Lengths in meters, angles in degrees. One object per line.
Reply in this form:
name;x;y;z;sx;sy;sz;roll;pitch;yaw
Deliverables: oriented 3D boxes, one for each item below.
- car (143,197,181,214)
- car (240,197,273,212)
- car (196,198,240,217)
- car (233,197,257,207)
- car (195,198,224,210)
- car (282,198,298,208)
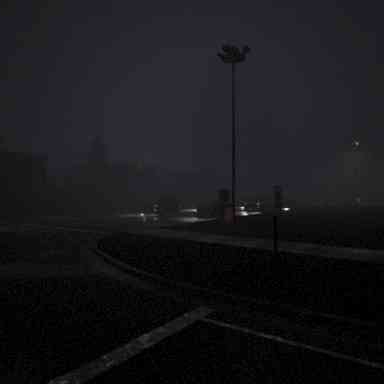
car;-3.230;1.352;35.858;2.097;1.767;4.553;0;0;35
car;7.945;1.352;39.634;2.097;1.767;4.553;0;0;35
car;2.317;1.478;31.581;1.882;1.535;5.008;0;0;35
car;8.381;1.505;52.436;1.837;1.490;4.892;0;0;35
car;2.383;1.564;43.892;1.994;1.385;4.181;0;0;35
car;13.675;1.564;47.817;1.994;1.385;4.181;0;0;35
